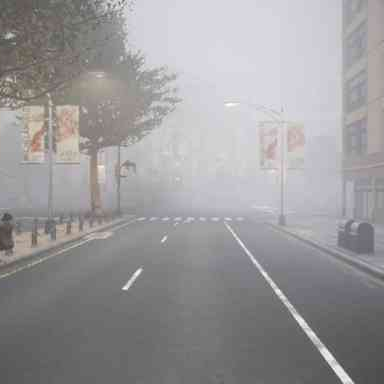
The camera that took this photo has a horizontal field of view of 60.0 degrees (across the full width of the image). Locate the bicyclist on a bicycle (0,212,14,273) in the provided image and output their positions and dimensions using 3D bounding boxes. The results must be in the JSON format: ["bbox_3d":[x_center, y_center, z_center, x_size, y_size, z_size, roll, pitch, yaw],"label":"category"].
[{"bbox_3d":[-5.328,1.266,8.864,1.620,1.656,0.582,-42,-3,3],"label":"bicyclist on a bicycle"}]
